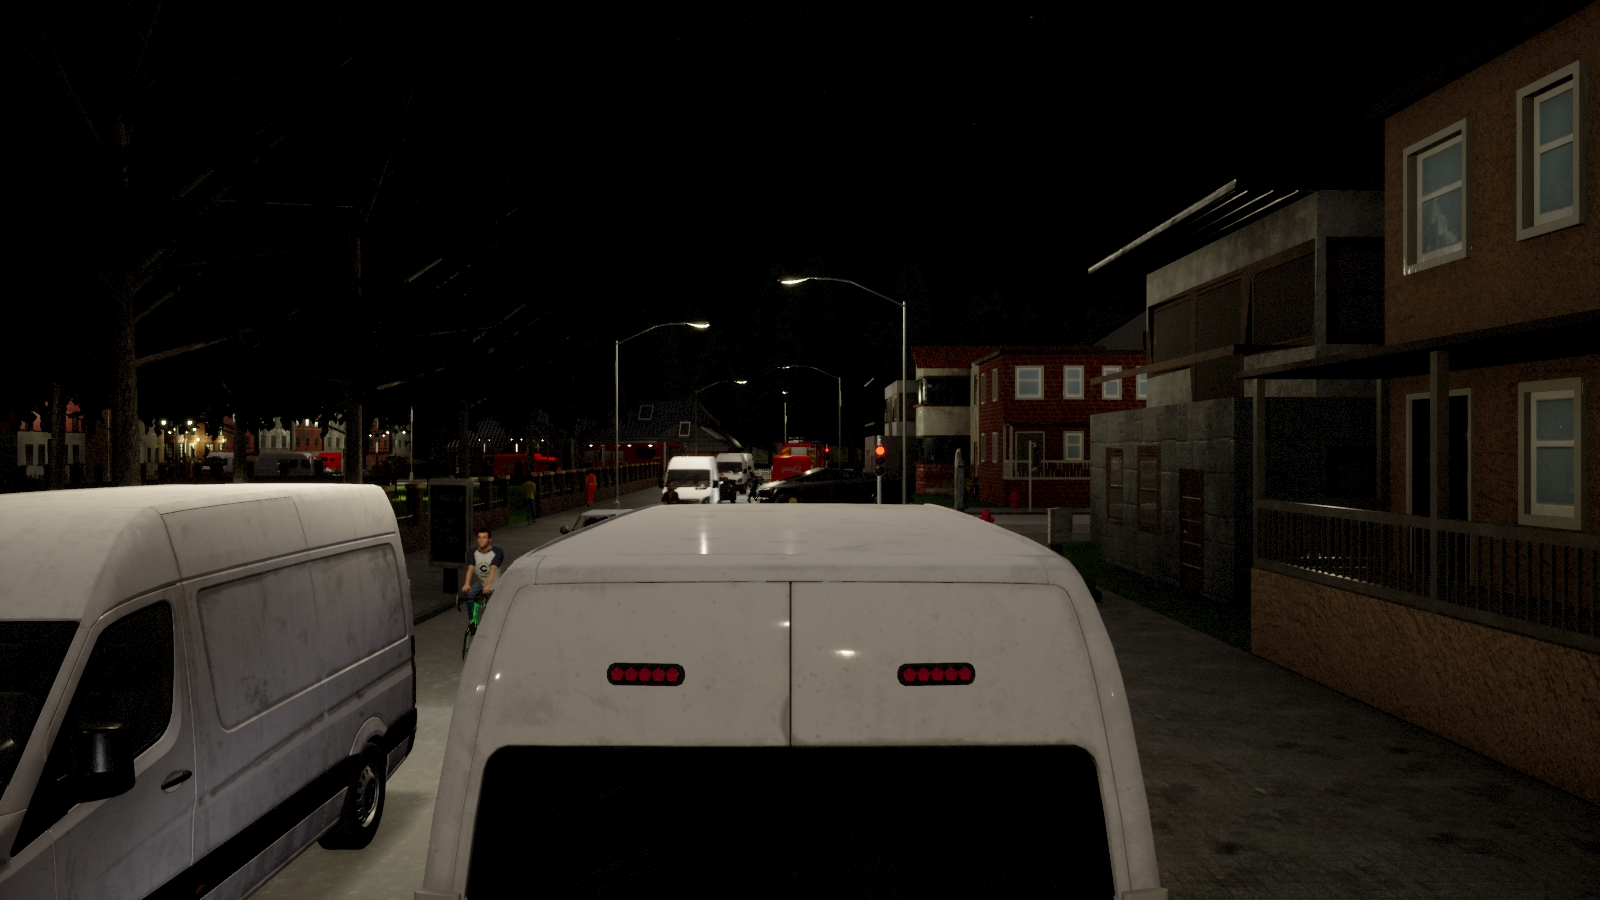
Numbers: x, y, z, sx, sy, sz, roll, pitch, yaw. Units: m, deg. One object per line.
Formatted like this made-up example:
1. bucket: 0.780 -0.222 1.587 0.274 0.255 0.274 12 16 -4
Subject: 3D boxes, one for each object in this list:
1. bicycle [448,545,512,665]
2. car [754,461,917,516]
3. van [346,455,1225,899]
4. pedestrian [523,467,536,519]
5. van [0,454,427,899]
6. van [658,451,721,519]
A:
1. bicycle: -4.068 1.936 14.606 0.373 1.296 1.643 0 0 0
2. car: 1.400 1.534 46.592 6.274 2.098 2.390 0 0 -10
3. van: -0.041 1.314 5.541 1.988 2.561 5.915 0 0 0
4. pedestrian: -9.631 1.526 40.750 0.375 1.860 0.375 0 0 0
5. van: -4.032 1.314 6.374 1.988 2.561 5.915 0 0 0
6. van: -4.313 1.315 45.590 1.988 2.561 5.915 0 0 0
